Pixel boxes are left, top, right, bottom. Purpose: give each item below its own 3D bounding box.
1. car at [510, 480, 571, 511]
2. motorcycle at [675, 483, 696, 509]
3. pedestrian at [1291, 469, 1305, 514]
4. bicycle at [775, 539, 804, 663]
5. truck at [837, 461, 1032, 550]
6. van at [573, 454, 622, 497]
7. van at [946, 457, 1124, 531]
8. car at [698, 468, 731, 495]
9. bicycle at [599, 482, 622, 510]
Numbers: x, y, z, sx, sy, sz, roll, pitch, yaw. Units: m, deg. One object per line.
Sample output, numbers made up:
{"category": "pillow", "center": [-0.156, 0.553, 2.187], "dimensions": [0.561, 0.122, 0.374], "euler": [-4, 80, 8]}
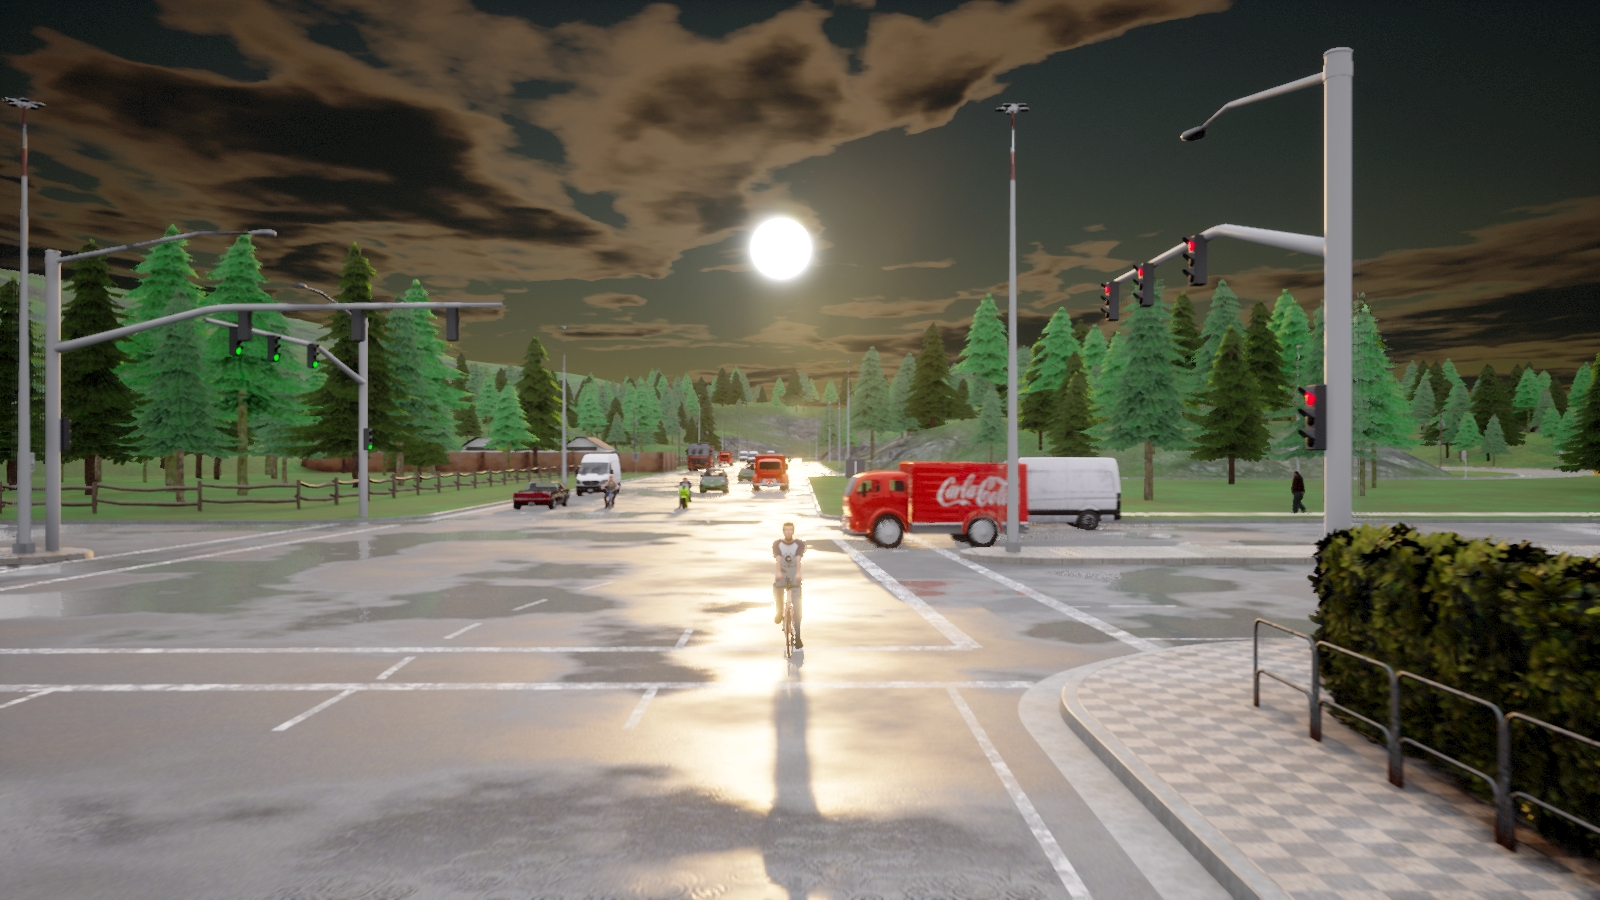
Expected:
{"category": "car", "center": [-12.478, 2.155, 55.273], "dimensions": [1.895, 1.301, 4.718], "euler": [0, 0, 0]}
{"category": "motorcycle", "center": [-5.477, 2.186, 54.544], "dimensions": [0.803, 1.199, 2.033], "euler": [0, 0, 0]}
{"category": "pedestrian", "center": [20.466, 1.696, 46.971], "dimensions": [0.375, 1.860, 0.375], "euler": [0, 0, -2]}
{"category": "bicycle", "center": [-0.155, 2.056, 15.893], "dimensions": [0.373, 1.496, 1.643], "euler": [0, 1, -2]}
{"category": "truck", "center": [3.848, 1.570, 33.404], "dimensions": [5.204, 2.467, 2.627], "euler": [0, 0, -6]}
{"category": "van", "center": [-12.522, 1.534, 71.083], "dimensions": [1.988, 2.561, 5.915], "euler": [0, 0, 0]}
{"category": "van", "center": [8.319, 1.535, 40.741], "dimensions": [5.915, 2.561, 1.988], "euler": [0, 0, -1]}
{"category": "car", "center": [-5.528, 1.999, 73.934], "dimensions": [1.851, 1.617, 3.988], "euler": [0, 0, 0]}
{"category": "bicycle", "center": [-8.974, 2.158, 54.241], "dimensions": [0.859, 1.277, 1.487], "euler": [0, 0, 0]}
